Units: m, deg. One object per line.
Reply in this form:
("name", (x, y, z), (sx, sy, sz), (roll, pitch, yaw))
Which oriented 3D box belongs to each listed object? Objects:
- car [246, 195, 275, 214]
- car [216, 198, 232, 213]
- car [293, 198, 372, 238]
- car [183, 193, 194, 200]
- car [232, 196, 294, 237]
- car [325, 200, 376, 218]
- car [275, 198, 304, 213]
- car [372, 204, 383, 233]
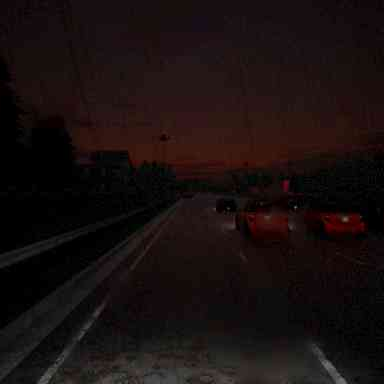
("car", (7.097, 1.240, 34.978), (2.097, 1.767, 4.553), (0, 0, 0))
("car", (3.595, 1.379, 35.254), (2.128, 1.511, 4.902), (0, 0, 0))
("car", (7.099, 1.296, 17.528), (2.097, 1.767, 4.553), (0, 0, 0))
("car", (-1.236, 1.078, 85.785), (2.097, 1.767, 4.553), (0, 0, 0))
("car", (3.599, 1.295, 17.799), (2.097, 1.767, 4.553), (0, 0, 0))
("car", (14.096, 1.451, 29.929), (2.033, 1.411, 5.357), (0, 0, 0))
("car", (10.582, 1.409, 36.352), (1.812, 1.442, 4.674), (0, 0, 0))
("car", (10.598, 1.430, 18.982), (2.128, 1.511, 4.902), (0, 0, 0))
